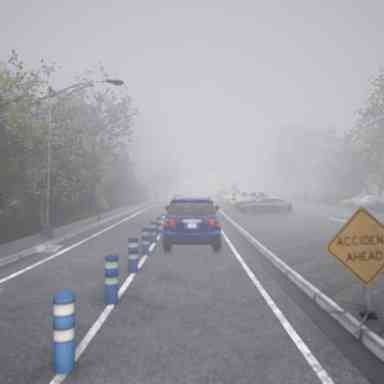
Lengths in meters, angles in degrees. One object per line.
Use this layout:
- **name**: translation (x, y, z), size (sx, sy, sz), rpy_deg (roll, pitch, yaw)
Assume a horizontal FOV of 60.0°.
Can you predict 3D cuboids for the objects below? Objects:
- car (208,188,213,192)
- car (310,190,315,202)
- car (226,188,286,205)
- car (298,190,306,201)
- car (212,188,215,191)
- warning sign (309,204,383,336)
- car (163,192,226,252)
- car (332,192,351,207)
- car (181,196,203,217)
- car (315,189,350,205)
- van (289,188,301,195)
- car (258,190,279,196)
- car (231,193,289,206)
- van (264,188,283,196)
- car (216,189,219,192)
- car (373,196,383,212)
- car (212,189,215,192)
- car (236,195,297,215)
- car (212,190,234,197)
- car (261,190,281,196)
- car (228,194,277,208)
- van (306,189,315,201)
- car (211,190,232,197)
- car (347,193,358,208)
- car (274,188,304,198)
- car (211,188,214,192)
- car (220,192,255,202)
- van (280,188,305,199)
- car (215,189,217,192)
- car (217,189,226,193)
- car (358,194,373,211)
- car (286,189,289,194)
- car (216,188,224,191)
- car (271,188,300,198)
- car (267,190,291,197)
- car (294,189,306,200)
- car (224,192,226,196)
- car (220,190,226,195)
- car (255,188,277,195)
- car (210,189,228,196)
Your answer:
- **car**: translation (6.989, 0.398, 75.181), size (5.366, 1.575, 1.946), rpy_deg (0, 1, 0)
- **car**: translation (19.991, 0.892, 47.286), size (4.792, 1.488, 2.163), rpy_deg (0, 1, 0)
- **car**: translation (6.876, 0.875, 36.326), size (5.566, 2.045, 2.435), rpy_deg (0, 1, 0)
- **car**: translation (20.096, 0.768, 52.949), size (4.792, 1.488, 2.163), rpy_deg (0, 1, 1)
- **car**: translation (7.098, 0.511, 69.628), size (4.792, 1.488, 2.163), rpy_deg (0, 1, 0)
- **warning sign**: translation (2.804, 1.157, 5.409), size (1.300, 1.860, 1.060), rpy_deg (-3, -3, 0)
- **car**: translation (0.001, 1.188, 14.050), size (2.150, 2.045, 5.566), rpy_deg (0, 1, 0)
- **car**: translation (19.764, 1.053, 38.980), size (5.366, 1.575, 1.946), rpy_deg (0, 1, 0)
- **car**: translation (0.005, 1.198, 29.345), size (1.837, 1.490, 4.892), rpy_deg (0, 1, 0)
- **car**: translation (20.025, 0.676, 44.510), size (5.566, 2.045, 2.435), rpy_deg (0, 1, 0)
- **van**: translation (20.004, 0.416, 58.336), size (4.442, 1.987, 1.878), rpy_deg (0, 1, 0)
- **car**: translation (20.364, 0.194, 88.822), size (5.008, 1.535, 2.097), rpy_deg (0, 1, 0)
- **car**: translation (6.829, 1.190, 33.556), size (5.008, 1.535, 2.097), rpy_deg (0, 1, 0)
- **van**: translation (20.440, 0.047, 83.403), size (4.442, 1.987, 1.878), rpy_deg (0, 1, 0)
- **car**: translation (7.005, 0.694, 55.748), size (4.892, 1.521, 2.231), rpy_deg (0, 1, 0)
- **car**: translation (19.912, 1.121, 30.792), size (4.553, 1.767, 2.185), rpy_deg (0, 1, 0)
- **car**: translation (7.075, 0.552, 66.853), size (4.792, 1.488, 2.163), rpy_deg (0, 1, 0)
- **car**: translation (6.771, 1.285, 30.782), size (4.792, 1.488, 2.163), rpy_deg (0, 1, 0)
- **car**: translation (7.204, 0.361, 77.955), size (4.892, 1.521, 2.231), rpy_deg (0, 1, 0)
- **car**: translation (20.344, 0.274, 86.052), size (4.674, 1.452, 2.002), rpy_deg (0, 1, 0)
- **car**: translation (7.056, 1.058, 39.106), size (5.366, 1.575, 1.946), rpy_deg (0, 1, 0)
- **van**: translation (20.161, 0.571, 50.172), size (4.442, 1.987, 1.878), rpy_deg (0, 1, 0)
- **car**: translation (7.215, 0.320, 80.731), size (4.892, 1.521, 2.231), rpy_deg (0, 1, 0)
- **car**: translation (19.924, 1.161, 36.210), size (4.674, 1.452, 2.002), rpy_deg (0, 1, 0)
- **car**: translation (20.178, 0.226, 69.429), size (5.566, 2.045, 2.435), rpy_deg (0, 1, 0)
- **car**: translation (7.122, 0.471, 72.404), size (4.792, 1.488, 2.163), rpy_deg (0, 1, 0)
- **car**: translation (7.173, 0.743, 52.980), size (5.366, 1.575, 1.946), rpy_deg (0, 1, 0)
- **van**: translation (20.066, 0.292, 66.661), size (4.442, 1.987, 1.878), rpy_deg (0, 1, 0)
- **car**: translation (7.087, 0.633, 61.300), size (4.792, 1.488, 2.163), rpy_deg (0, 1, 0)
- **car**: translation (6.780, 0.799, 50.331), size (5.366, 1.575, 1.946), rpy_deg (0, 1, 0)
- **car**: translation (19.874, 1.215, 33.441), size (4.792, 1.488, 2.163), rpy_deg (0, 1, 0)
- **car**: translation (20.141, 0.598, 61.124), size (5.008, 1.535, 2.097), rpy_deg (0, 1, 0)
- **car**: translation (7.065, 0.521, 58.525), size (4.553, 1.767, 2.185), rpy_deg (0, 1, 0)
- **car**: translation (20.201, 0.185, 72.199), size (5.566, 2.045, 2.435), rpy_deg (0, 1, 0)
- **car**: translation (20.271, 0.356, 77.743), size (5.008, 1.535, 2.097), rpy_deg (0, 1, 0)
- **car**: translation (20.119, 0.718, 55.587), size (4.792, 1.488, 2.163), rpy_deg (0, 1, 0)
- **car**: translation (6.900, 0.998, 41.883), size (4.892, 1.521, 2.231), rpy_deg (0, 1, 0)
- **car**: translation (6.732, 0.929, 44.659), size (5.366, 1.575, 1.946), rpy_deg (0, 1, 0)
- **car**: translation (20.365, -0.100, 91.713), size (5.566, 2.045, 2.435), rpy_deg (0, 1, 0)
- **car**: translation (7.260, 0.072, 89.057), size (4.553, 1.767, 2.185), rpy_deg (0, 1, 0)
